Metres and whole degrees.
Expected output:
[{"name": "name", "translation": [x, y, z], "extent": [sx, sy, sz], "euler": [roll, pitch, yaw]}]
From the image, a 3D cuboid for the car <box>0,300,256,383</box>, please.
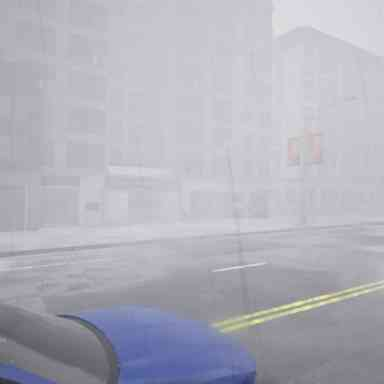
[{"name": "car", "translation": [-1.777, 1.477, 2.075], "extent": [5.008, 1.535, 1.882], "euler": [0, 0, -32]}]
